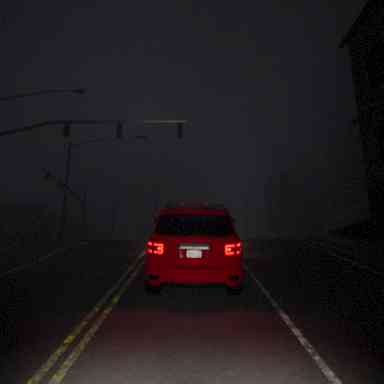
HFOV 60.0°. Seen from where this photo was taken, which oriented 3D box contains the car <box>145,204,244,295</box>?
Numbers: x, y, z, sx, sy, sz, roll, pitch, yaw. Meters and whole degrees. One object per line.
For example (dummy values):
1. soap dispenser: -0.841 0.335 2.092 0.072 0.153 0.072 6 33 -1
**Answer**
1. car: 0.070 1.344 9.220 2.150 2.045 5.566 1 -1 1
